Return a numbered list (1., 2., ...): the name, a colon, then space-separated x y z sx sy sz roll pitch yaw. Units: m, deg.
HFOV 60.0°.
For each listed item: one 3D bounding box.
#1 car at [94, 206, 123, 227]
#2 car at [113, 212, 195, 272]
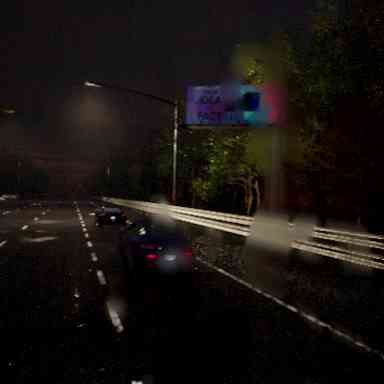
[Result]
1. car: -5.838 1.668 23.604 1.994 1.385 4.181 2 -1 -20
2. car: -1.333 1.623 11.088 1.812 1.442 4.674 2 -1 -20
